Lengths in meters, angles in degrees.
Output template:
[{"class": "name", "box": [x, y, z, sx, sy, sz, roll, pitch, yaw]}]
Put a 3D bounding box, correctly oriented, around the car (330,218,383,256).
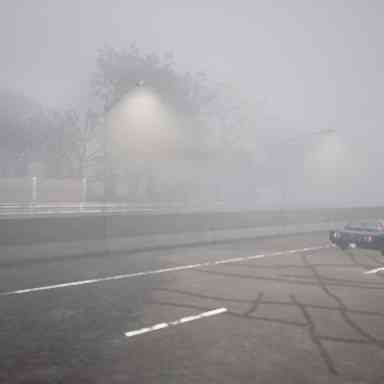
[{"class": "car", "box": [7.836, 1.737, 13.746, 4.718, 1.301, 1.895, 1, 0, -35]}]
